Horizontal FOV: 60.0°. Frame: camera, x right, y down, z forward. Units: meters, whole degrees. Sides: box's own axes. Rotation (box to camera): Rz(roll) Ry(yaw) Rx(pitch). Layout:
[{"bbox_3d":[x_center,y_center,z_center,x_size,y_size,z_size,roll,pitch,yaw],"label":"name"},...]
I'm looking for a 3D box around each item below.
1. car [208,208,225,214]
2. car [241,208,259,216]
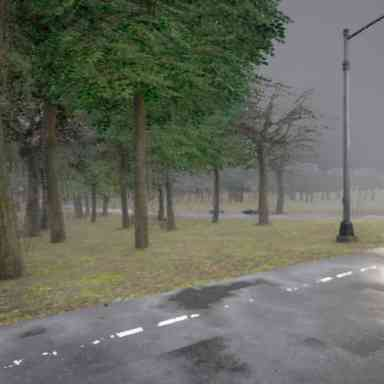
[{"bbox_3d":[5.644,4.385,77.345,1.837,1.490,4.892,-1,-1,-35],"label":"car"},{"bbox_3d":[12.082,4.026,68.090,1.882,1.535,5.008,-2,-2,-35],"label":"car"}]
